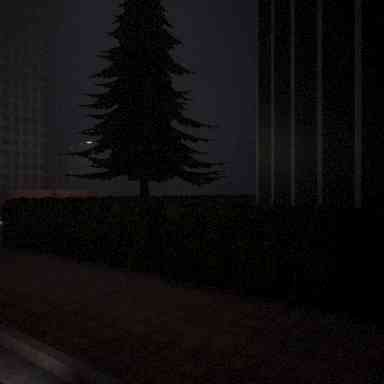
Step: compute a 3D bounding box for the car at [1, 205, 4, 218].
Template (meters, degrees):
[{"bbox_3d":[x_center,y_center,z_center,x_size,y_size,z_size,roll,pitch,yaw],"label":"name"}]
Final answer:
[{"bbox_3d":[-13.118,1.560,28.389,1.837,1.490,4.892,0,0,36],"label":"car"}]
